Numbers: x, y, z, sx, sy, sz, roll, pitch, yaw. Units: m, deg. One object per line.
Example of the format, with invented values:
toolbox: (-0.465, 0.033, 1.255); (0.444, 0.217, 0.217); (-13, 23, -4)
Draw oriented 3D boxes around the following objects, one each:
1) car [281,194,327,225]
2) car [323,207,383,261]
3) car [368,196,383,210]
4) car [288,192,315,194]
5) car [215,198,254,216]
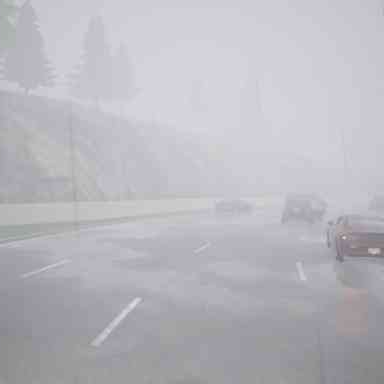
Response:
car: (7.943, 1.236, 23.461); (2.097, 1.767, 4.553); (1, 1, 33)
car: (5.833, 1.480, 11.573); (1.812, 1.442, 4.674); (0, 0, 18)
car: (21.302, 1.230, 36.235); (4.553, 1.767, 2.097); (0, 1, -33)
car: (11.314, 1.059, 33.001); (5.566, 2.045, 2.150); (0, 0, -44)
car: (3.944, 1.303, 30.221); (2.128, 1.511, 4.902); (1, 0, 37)
